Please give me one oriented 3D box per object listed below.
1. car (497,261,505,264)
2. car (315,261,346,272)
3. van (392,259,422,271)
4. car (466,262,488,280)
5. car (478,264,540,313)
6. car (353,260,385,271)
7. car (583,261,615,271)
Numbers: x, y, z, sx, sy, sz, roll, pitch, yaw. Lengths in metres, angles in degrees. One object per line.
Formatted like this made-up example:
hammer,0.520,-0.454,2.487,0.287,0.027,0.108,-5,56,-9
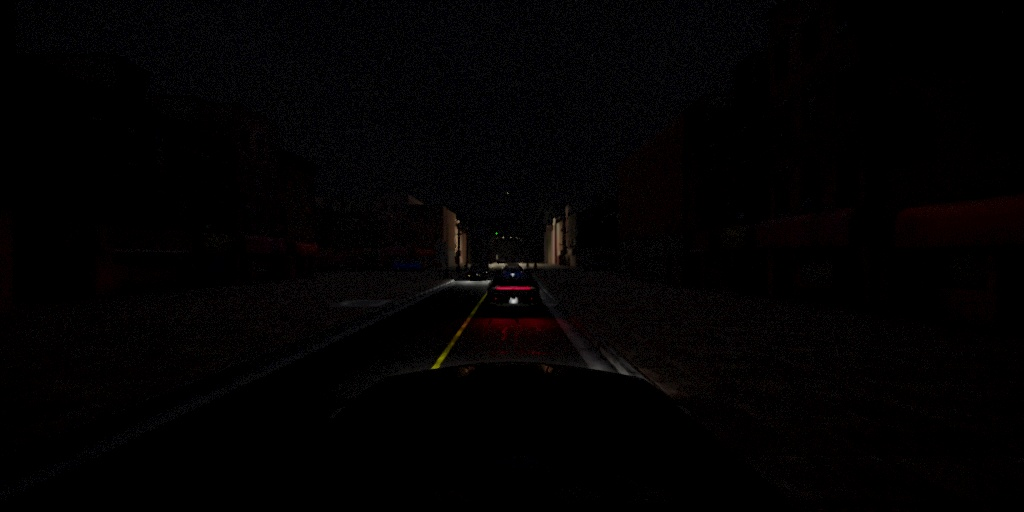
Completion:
car,0.062,1.356,28.782,1.994,1.385,4.181,0,0,0
car,-25.704,1.370,50.500,4.097,1.591,1.967,0,0,0
van,-14.753,1.239,50.555,3.998,1.789,1.690,0,0,0
car,-2.829,1.307,31.482,1.837,1.490,4.892,0,-1,0
car,0.065,1.256,14.035,2.128,1.511,4.902,0,0,0
car,-20.228,1.354,50.527,4.097,1.591,1.967,0,0,0
car,12.249,1.381,50.691,4.403,1.370,2.007,0,0,0
